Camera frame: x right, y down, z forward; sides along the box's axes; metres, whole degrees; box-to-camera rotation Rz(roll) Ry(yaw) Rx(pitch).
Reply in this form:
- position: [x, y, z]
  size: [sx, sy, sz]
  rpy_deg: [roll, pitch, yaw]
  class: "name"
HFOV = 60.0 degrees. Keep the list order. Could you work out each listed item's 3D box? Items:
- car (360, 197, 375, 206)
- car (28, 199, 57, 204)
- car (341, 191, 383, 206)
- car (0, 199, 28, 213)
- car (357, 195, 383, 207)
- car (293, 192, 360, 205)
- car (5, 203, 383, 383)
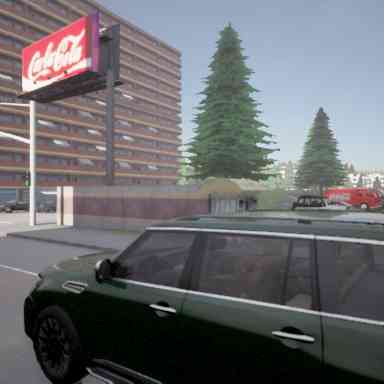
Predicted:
- position: [10.705, 1.338, 24.346]
  size: [4.193, 1.474, 1.816]
  rpy_deg: [0, 0, 35]
  class: "car"
- position: [-14.865, 1.564, 35.843]
  size: [1.994, 1.385, 4.181]
  rpy_deg: [0, 0, 35]
  class: "car"
- position: [23.053, 1.117, 44.819]
  size: [4.605, 1.855, 1.932]
  rpy_deg: [0, 0, 35]
  class: "car"
- position: [-18.823, 1.491, 36.300]
  size: [2.128, 1.511, 4.902]
  rpy_deg: [0, 0, 35]
  class: "car"
- position: [26.174, 1.285, 48.098]
  size: [3.988, 1.617, 1.851]
  rpy_deg: [0, 0, 35]
  class: "car"
- position: [8.767, 1.149, 22.286]
  size: [3.866, 1.878, 1.905]
  rpy_deg: [0, 0, 35]
  class: "car"
- position: [0.437, 1.219, 3.681]
  size: [5.566, 2.045, 2.150]
  rpy_deg: [0, 0, 35]
  class: "car"
